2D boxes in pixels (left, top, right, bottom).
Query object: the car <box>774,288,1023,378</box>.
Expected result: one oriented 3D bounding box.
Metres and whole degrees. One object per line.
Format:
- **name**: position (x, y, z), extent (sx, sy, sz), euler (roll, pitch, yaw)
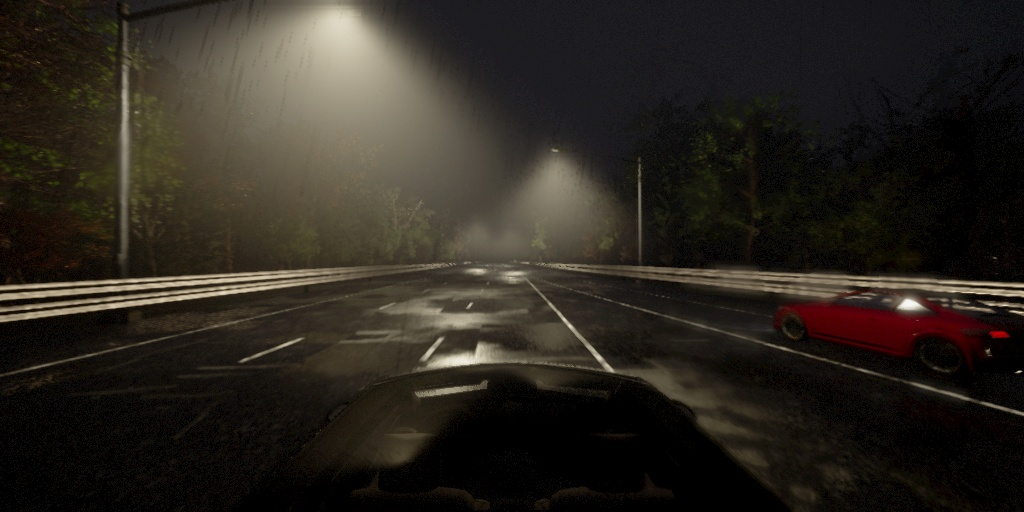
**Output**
- **car**: position (7.966, 1.368, 7.604), extent (1.994, 1.385, 4.181), euler (0, 0, -9)
